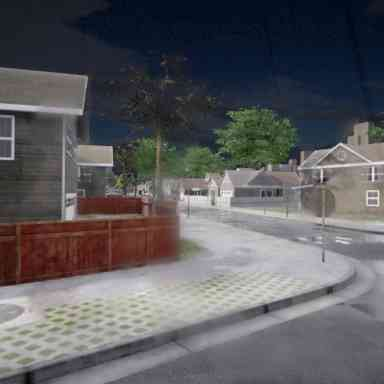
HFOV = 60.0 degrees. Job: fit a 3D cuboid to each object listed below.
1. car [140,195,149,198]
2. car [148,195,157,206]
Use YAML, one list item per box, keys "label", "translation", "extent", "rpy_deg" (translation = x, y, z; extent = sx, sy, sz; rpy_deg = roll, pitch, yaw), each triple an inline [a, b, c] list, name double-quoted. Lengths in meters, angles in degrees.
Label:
- label: "car"
  translation: [-12.299, 1.608, 92.245]
  extent: [2.033, 1.411, 5.357]
  rpy_deg: [1, 0, -15]
- label: "car"
  translation: [-5.840, 1.599, 58.153]
  extent: [2.033, 1.411, 5.357]
  rpy_deg: [1, 0, -15]
